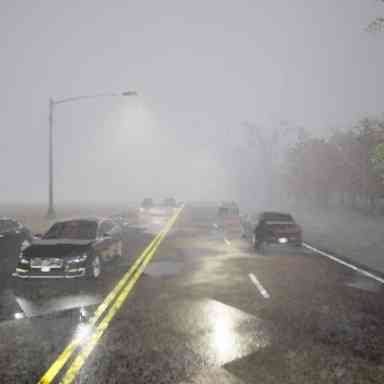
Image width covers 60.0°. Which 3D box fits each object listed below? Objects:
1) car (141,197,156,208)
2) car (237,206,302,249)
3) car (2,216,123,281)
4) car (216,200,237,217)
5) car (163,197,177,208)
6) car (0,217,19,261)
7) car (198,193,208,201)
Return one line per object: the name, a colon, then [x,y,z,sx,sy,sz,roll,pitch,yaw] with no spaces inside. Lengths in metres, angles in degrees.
car: [-6.577,1.611,50.509,1.837,1.490,4.892,0,0,0]
car: [3.361,1.521,14.718,1.837,1.490,4.892,0,0,0]
car: [-3.352,1.535,10.041,1.837,1.490,4.892,0,0,0]
car: [3.365,1.538,31.943,2.128,1.511,4.902,1,0,0]
car: [-3.330,1.584,50.498,1.882,1.535,5.008,0,0,0]
car: [-6.601,1.535,10.038,1.837,1.490,4.892,0,0,0]
car: [3.241,1.605,89.523,2.163,1.488,4.792,0,0,0]
